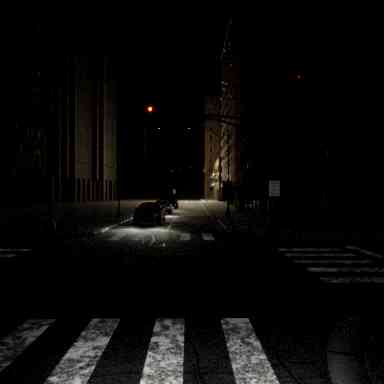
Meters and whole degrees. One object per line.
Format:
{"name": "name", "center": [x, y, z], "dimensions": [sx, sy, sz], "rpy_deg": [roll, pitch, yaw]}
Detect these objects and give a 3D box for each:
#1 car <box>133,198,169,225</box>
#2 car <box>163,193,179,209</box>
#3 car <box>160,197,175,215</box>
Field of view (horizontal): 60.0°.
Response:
{"name": "car", "center": [-3.053, 1.479, 24.448], "dimensions": [1.882, 1.535, 5.008], "rpy_deg": [0, 0, 0]}
{"name": "car", "center": [-3.001, 1.222, 45.122], "dimensions": [2.150, 2.045, 5.566], "rpy_deg": [0, 0, 1]}
{"name": "car", "center": [-3.036, 1.527, 34.412], "dimensions": [1.812, 1.442, 4.674], "rpy_deg": [0, 0, 0]}
